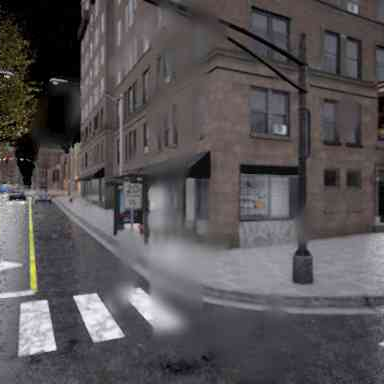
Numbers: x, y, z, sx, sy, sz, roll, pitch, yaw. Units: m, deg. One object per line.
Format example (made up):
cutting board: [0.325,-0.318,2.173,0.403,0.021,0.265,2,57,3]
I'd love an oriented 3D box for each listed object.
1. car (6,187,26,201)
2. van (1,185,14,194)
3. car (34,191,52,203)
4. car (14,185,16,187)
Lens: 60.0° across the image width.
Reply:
car: [-22.583,0.439,43.232,1.895,1.301,4.718,0,3,-26]
van: [-35.354,-0.462,63.303,1.690,1.788,3.998,2,0,-26]
car: [-18.286,0.596,40.822,2.033,1.411,5.357,0,3,-26]
car: [-36.831,-0.323,66.282,2.008,1.369,4.403,2,0,-26]
